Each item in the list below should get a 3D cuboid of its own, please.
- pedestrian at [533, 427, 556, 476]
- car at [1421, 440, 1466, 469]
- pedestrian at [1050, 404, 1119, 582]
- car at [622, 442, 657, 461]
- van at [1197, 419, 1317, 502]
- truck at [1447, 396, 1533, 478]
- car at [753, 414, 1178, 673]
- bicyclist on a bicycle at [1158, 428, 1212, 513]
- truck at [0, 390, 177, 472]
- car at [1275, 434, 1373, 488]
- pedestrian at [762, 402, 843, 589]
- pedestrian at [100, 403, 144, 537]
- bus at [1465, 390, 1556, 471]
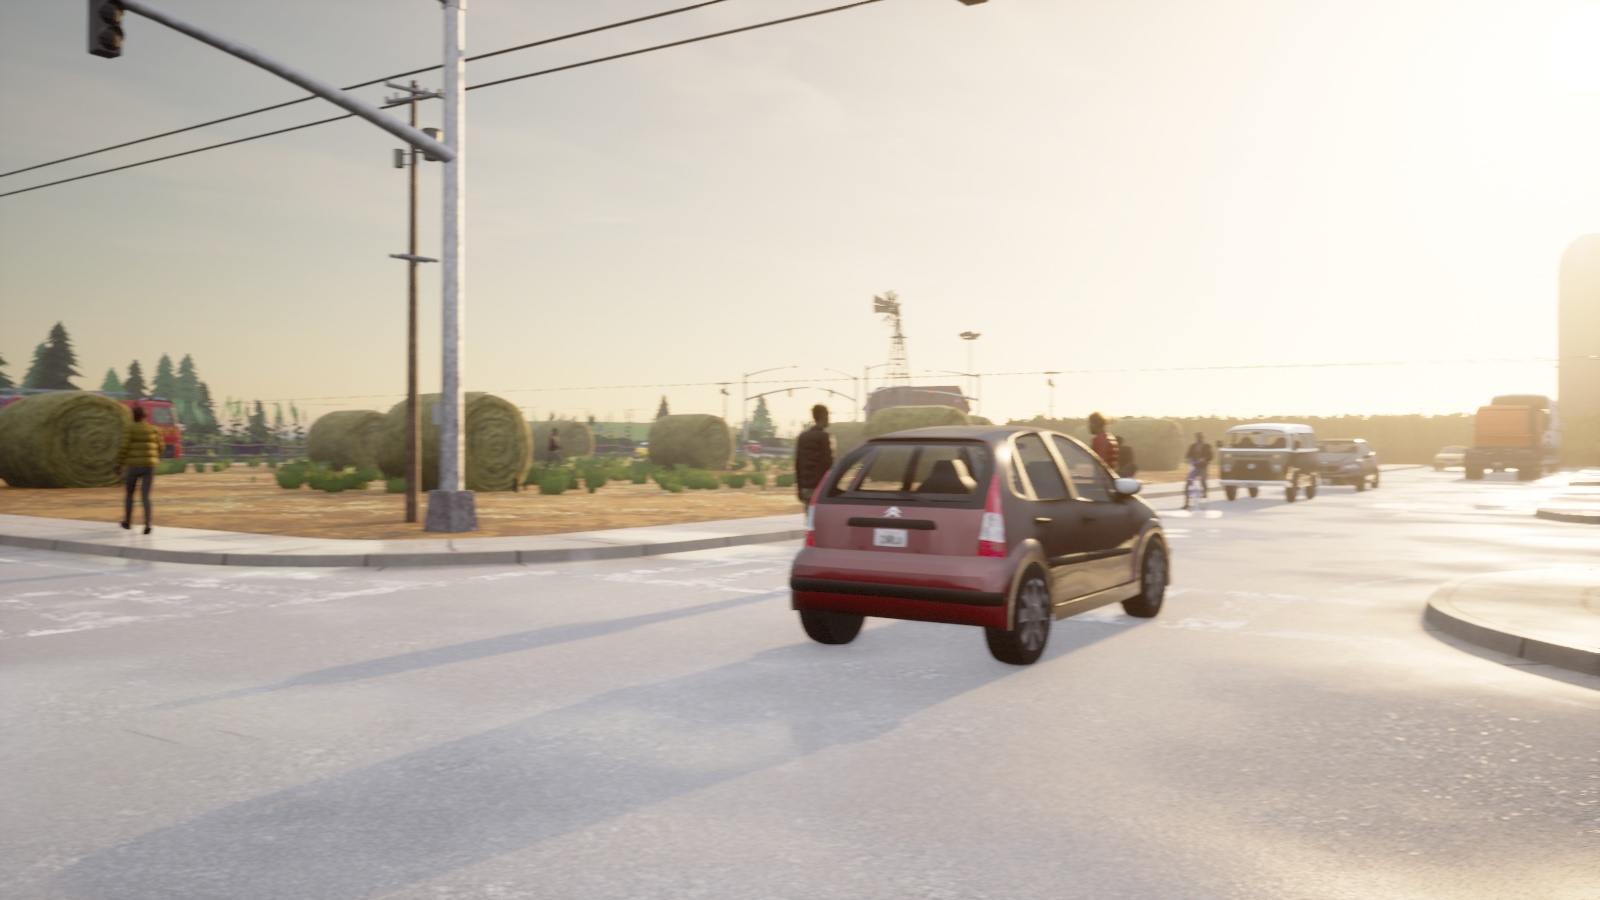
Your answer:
[{"bbox_3d":[-9.571,0.053,47.075,0.703,1.840,0.431,0,0,21],"label":"pedestrian"},{"bbox_3d":[37.522,0.238,73.168,1.801,1.575,5.366,0,0,33],"label":"car"},{"bbox_3d":[3.023,0.446,13.334,0.636,1.846,0.331,0,0,30],"label":"pedestrian"},{"bbox_3d":[-12.137,0.125,95.145,1.481,1.376,2.207,0,1,36],"label":"car"},{"bbox_3d":[12.213,0.248,33.365,2.069,2.038,4.480,0,0,32],"label":"van"},{"bbox_3d":[31.546,-0.586,57.253,2.891,3.462,7.936,0,0,32],"label":"truck"},{"bbox_3d":[1.517,0.565,10.009,1.851,1.617,3.988,0,1,32],"label":"car"},{"bbox_3d":[8.396,0.429,27.359,0.659,1.776,1.843,0,0,32],"label":"bicyclist on a bicycle"},{"bbox_3d":[-36.011,-0.915,62.586,2.891,3.827,8.468,0,0,36],"label":"truck"},{"bbox_3d":[17.351,0.312,41.462,2.242,1.667,4.611,0,1,32],"label":"car"},{"bbox_3d":[0.029,0.445,12.705,0.703,1.840,0.431,0,0,-37],"label":"pedestrian"},{"bbox_3d":[-9.463,0.269,17.524,0.370,1.835,0.726,0,1,-43],"label":"pedestrian"},{"bbox_3d":[40.369,-1.059,71.133,3.944,4.253,10.273,0,0,32],"label":"bus"}]
